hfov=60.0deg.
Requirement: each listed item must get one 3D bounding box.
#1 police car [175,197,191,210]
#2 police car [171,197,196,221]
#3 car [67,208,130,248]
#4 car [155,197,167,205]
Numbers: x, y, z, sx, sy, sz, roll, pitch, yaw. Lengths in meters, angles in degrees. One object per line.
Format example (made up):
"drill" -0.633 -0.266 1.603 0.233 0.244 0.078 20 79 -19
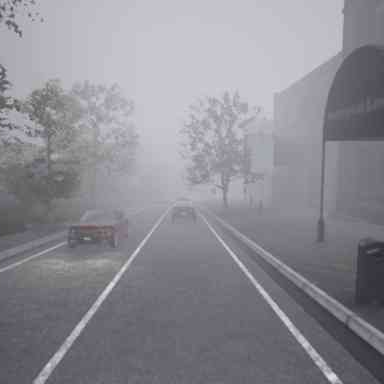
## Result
"police car" -1.259 1.473 44.945 2.038 1.542 4.974 0 0 -2
"police car" -0.687 1.403 27.108 1.930 1.638 5.238 0 0 -2
"car" -4.008 1.483 14.967 1.882 1.535 5.008 0 0 -2
"car" -5.283 1.525 57.934 2.033 1.411 5.357 0 0 -1
